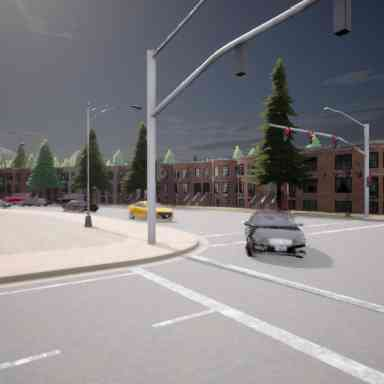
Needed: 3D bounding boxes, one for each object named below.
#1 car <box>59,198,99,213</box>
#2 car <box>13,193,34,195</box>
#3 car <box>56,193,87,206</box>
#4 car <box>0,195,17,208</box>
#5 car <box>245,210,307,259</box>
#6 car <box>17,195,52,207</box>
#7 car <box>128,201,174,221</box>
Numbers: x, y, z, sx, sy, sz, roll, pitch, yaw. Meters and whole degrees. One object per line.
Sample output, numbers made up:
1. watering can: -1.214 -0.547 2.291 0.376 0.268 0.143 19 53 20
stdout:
1. car: -12.245 1.601 36.512 4.718 1.301 1.895 0 0 39
2. car: -29.032 1.221 55.923 5.566 2.045 2.150 0 0 10
3. car: -18.913 1.221 52.870 5.566 2.045 2.150 0 0 23
4. car: -26.593 1.495 44.656 4.902 1.511 2.128 0 0 17
5. car: 3.083 1.492 12.785 2.128 1.511 4.902 1 0 7
6. car: -24.170 1.547 51.137 5.357 1.411 2.033 0 0 17
7. car: -3.338 1.478 26.400 1.882 1.535 5.008 0 0 -37
